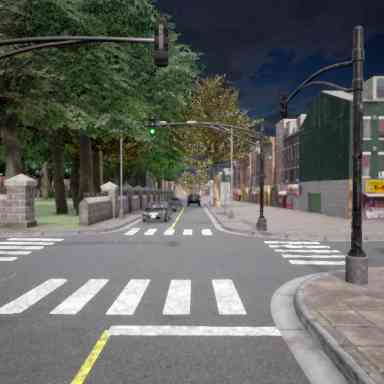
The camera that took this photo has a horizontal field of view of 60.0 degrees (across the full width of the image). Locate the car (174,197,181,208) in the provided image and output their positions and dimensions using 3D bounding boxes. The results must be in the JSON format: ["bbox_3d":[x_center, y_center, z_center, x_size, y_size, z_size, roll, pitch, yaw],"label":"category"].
[{"bbox_3d":[-2.635,1.571,38.160,2.033,1.411,5.357,0,0,0],"label":"car"}]

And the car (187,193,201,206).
[{"bbox_3d":[0.309,1.281,55.485,2.150,2.045,5.566,0,0,0],"label":"car"}]

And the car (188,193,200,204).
[{"bbox_3d":[0.367,1.309,65.906,2.150,2.045,5.566,0,0,0],"label":"car"}]

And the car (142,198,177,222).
[{"bbox_3d":[-2.686,1.502,26.221,2.128,1.511,4.902,0,0,2],"label":"car"}]
